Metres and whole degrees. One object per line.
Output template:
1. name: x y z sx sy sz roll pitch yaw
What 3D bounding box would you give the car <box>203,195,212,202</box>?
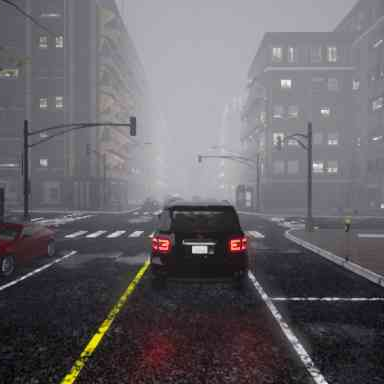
1. car: 3.490 1.440 76.251 1.967 1.590 4.097 0 0 1

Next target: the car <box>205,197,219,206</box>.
1. car: 3.249 1.549 53.697 2.008 1.369 4.403 0 0 1

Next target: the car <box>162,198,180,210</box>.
1. car: -2.634 1.562 43.141 1.994 1.385 4.181 0 0 2

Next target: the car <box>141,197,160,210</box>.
1. car: -5.252 1.438 42.516 1.967 1.590 4.097 0 0 1

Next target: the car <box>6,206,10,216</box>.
1. car: -16.151 1.095 24.863 4.553 1.767 2.097 1 0 -1

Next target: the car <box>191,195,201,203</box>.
1. car: 0.812 1.477 67.867 1.882 1.535 5.008 0 0 1

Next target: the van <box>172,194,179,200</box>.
1. van: -4.709 1.340 93.261 1.690 1.788 3.998 0 0 1

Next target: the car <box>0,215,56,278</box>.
1. car: -5.598 1.581 10.107 1.802 1.307 4.206 0 0 1

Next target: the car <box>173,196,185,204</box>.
1. car: -2.395 1.563 63.055 1.994 1.385 4.181 0 0 1

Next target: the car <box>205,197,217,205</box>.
1. car: 3.309 1.544 59.335 1.887 1.381 4.507 0 0 1

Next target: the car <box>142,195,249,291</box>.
1. car: 0.180 1.221 9.184 2.150 2.045 5.566 0 0 1

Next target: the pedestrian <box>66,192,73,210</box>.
1. pedestrian: -12.367 0.902 33.584 0.375 1.860 0.375 0 -1 0
